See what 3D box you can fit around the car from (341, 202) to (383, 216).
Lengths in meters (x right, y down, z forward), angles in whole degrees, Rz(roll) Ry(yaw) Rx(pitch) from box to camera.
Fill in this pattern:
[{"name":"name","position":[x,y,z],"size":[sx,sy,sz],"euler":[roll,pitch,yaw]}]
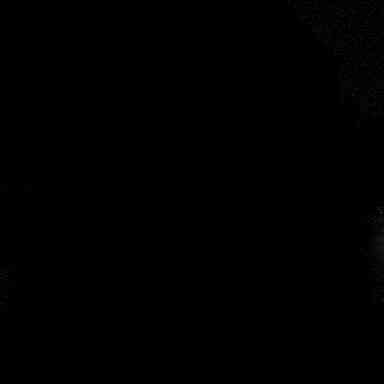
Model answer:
[{"name":"car","position":[16.966,1.709,33.891],"size":[1.895,1.301,4.718],"euler":[-1,0,-35]}]
